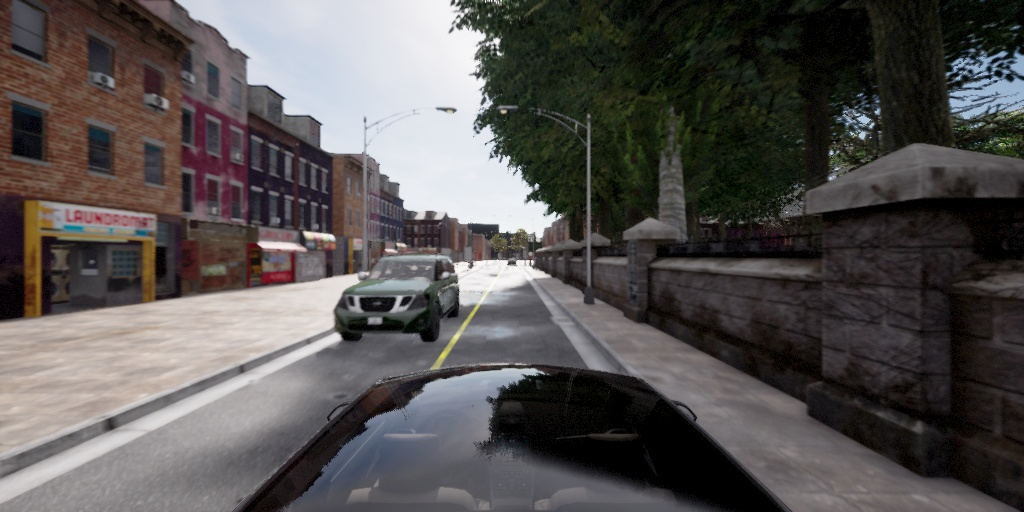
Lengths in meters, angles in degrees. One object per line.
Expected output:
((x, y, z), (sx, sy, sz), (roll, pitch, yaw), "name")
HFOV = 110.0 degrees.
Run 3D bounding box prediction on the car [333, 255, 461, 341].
((-2.830, 0.978, 10.206), (2.150, 2.045, 5.566), (0, 0, 0), "car")
